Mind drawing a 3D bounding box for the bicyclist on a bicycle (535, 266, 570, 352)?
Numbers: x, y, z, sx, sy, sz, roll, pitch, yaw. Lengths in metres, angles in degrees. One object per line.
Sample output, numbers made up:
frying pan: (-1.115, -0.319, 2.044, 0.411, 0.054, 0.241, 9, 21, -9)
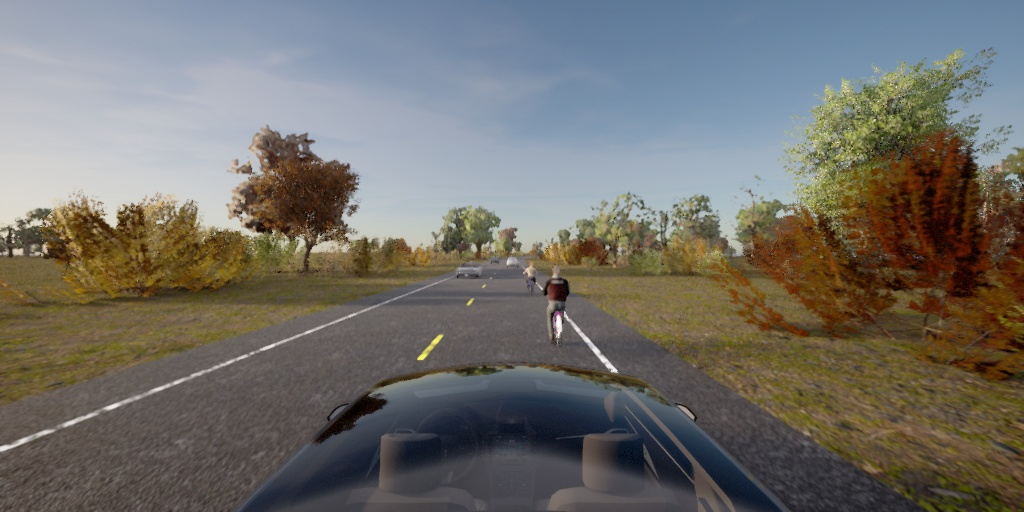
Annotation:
bicyclist on a bicycle: (0.963, 1.093, 7.942, 0.659, 1.776, 1.843, 0, 0, 0)

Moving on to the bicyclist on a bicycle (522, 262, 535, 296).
bicyclist on a bicycle: (0.933, 1.111, 17.714, 0.866, 1.612, 1.509, 0, 0, 0)

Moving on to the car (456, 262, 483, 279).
car: (-3.612, 1.209, 30.635, 1.895, 1.301, 4.718, 0, 0, 0)

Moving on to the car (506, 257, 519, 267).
car: (0.079, 0.982, 56.678, 1.812, 1.442, 4.674, 0, 0, 0)
